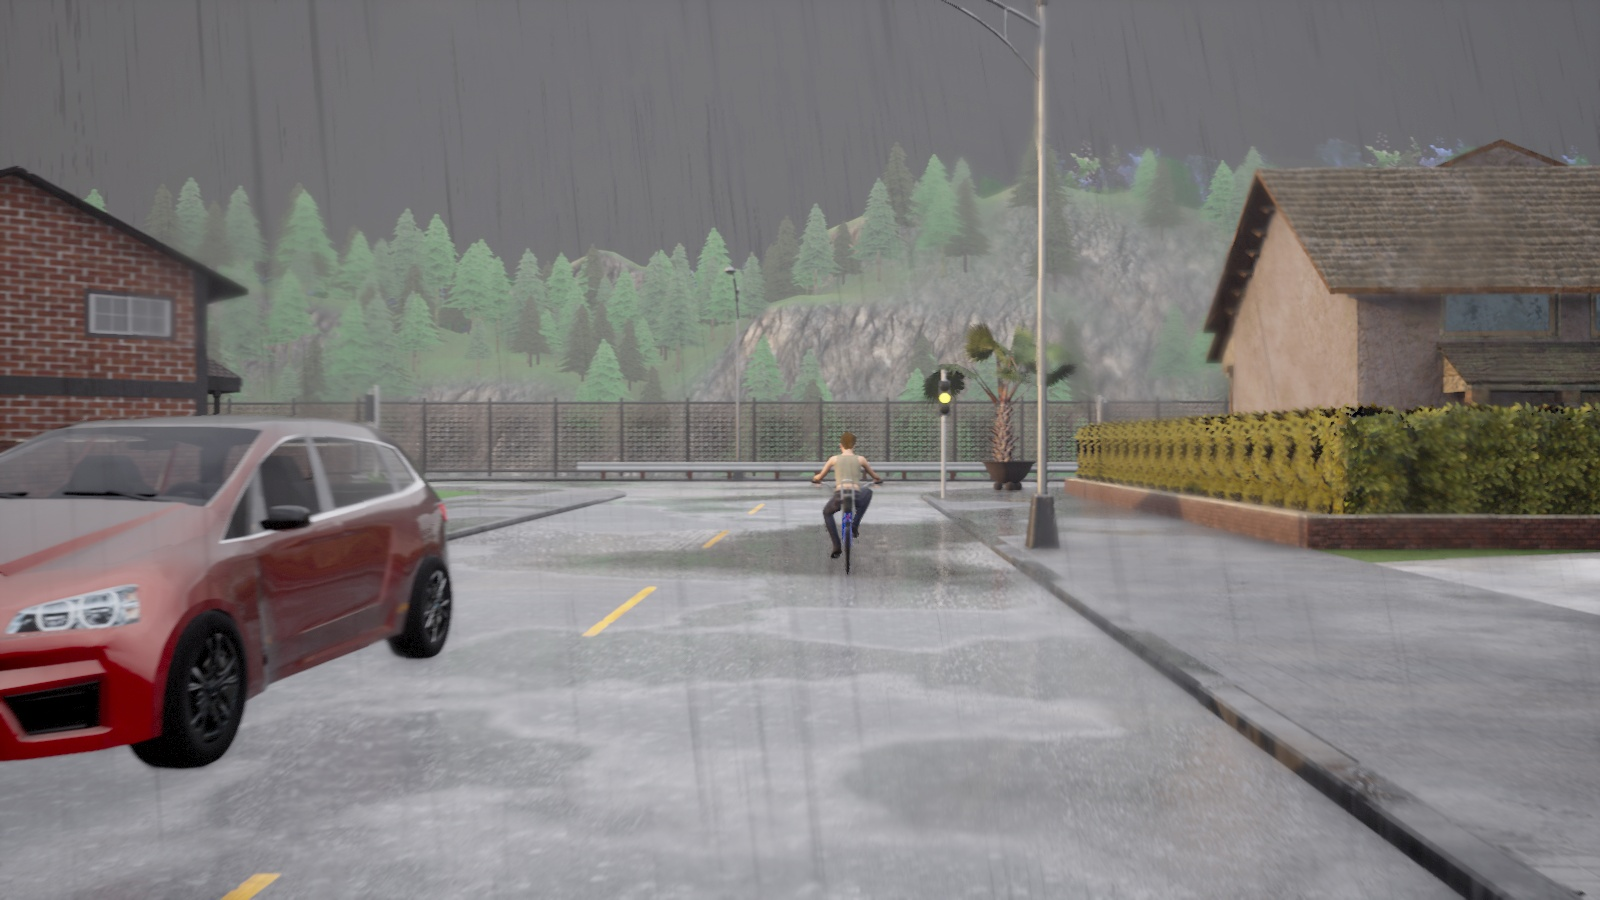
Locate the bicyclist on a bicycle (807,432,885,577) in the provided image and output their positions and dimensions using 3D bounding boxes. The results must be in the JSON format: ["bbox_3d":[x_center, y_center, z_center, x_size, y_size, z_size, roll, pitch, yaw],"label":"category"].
[{"bbox_3d":[0.535,0.600,14.753,0.866,1.612,1.509,0,0,2],"label":"bicyclist on a bicycle"}]

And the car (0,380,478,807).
[{"bbox_3d":[-3.693,0.546,7.260,2.242,1.667,4.611,0,0,3],"label":"car"}]
